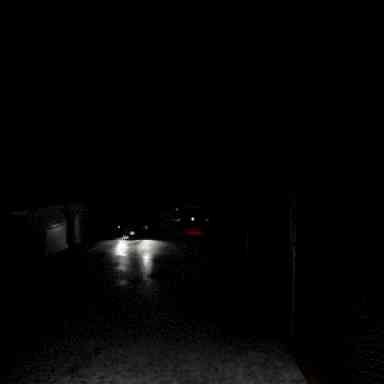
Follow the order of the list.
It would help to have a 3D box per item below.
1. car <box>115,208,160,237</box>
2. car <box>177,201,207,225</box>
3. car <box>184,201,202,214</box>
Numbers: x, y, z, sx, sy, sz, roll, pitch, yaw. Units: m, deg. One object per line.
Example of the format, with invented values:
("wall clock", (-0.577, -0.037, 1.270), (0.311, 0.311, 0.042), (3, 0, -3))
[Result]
("car", (-2.882, 1.631, 18.686), (2.033, 1.411, 5.357), (0, -1, 0))
("car", (0.047, 1.658, 25.359), (1.837, 1.490, 4.892), (0, -1, 0))
("car", (0.200, 1.938, 43.017), (2.128, 1.511, 4.902), (0, -1, 2))
